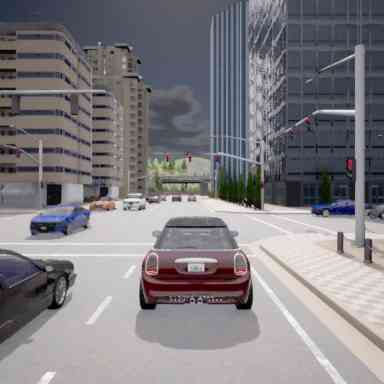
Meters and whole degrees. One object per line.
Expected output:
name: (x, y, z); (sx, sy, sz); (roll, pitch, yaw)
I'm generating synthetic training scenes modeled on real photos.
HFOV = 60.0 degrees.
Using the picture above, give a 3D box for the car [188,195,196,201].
car: (-0.004, 1.493, 84.353); (1.812, 1.442, 4.674); (0, 0, 0)

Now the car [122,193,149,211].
car: (-7.103, 1.221, 41.116); (2.150, 2.045, 5.566); (0, 0, 0)

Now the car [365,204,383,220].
car: (16.279, 1.436, 26.362); (4.902, 1.511, 2.128); (0, 0, 0)

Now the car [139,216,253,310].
car: (0.082, 1.352, 7.988); (2.097, 1.767, 4.553); (0, 0, 0)

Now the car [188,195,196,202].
car: (-0.004, 1.547, 75.859); (1.994, 1.385, 4.181); (0, 0, 0)

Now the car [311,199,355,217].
car: (13.292, 1.422, 29.885); (5.008, 1.535, 1.882); (0, 0, 1)

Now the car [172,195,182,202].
car: (-3.504, 1.470, 74.743); (1.882, 1.535, 5.008); (0, 0, 0)

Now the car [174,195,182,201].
car: (-3.504, 1.509, 84.353); (2.033, 1.411, 5.357); (0, 0, 0)

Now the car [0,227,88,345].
car: (-3.434, 1.547, 4.790); (2.033, 1.411, 5.357); (0, 0, 0)

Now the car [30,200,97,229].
car: (-7.105, 1.457, 18.421); (1.882, 1.535, 5.008); (0, 0, 0)

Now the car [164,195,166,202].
car: (-7.004, 1.514, 77.436); (2.128, 1.511, 4.902); (0, 0, 0)

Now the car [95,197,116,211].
car: (-10.601, 1.352, 39.707); (2.097, 1.767, 4.553); (0, 0, 0)

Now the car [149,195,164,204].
car: (-7.058, 1.548, 62.181); (2.033, 1.411, 5.357); (0, 0, 1)

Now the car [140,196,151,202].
car: (-10.504, 1.592, 75.148); (1.895, 1.301, 4.718); (0, 0, 0)

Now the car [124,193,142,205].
car: (-10.576, 1.219, 59.716); (2.150, 2.045, 5.566); (0, 0, 0)
